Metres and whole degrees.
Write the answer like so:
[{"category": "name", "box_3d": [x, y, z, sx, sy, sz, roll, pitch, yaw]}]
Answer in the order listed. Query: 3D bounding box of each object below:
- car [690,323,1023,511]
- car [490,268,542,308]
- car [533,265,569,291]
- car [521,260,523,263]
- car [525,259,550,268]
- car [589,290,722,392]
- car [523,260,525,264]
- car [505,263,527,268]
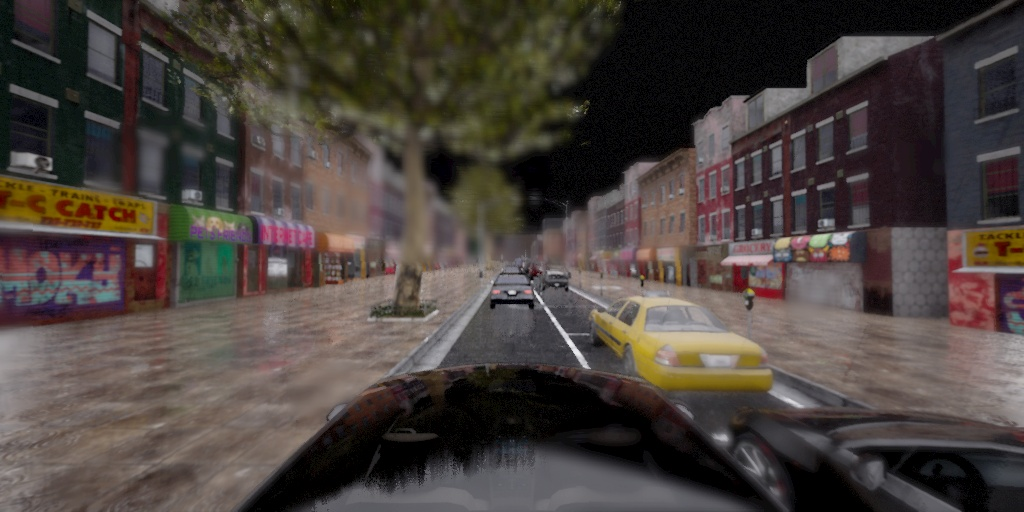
[{"category": "car", "box_3d": [2.638, 1.310, 1.147, 1.948, 1.339, 4.313, 0, 0, 0]}, {"category": "car", "box_3d": [0.005, 1.428, 15.855, 2.033, 1.411, 5.357, 0, 0, 0]}, {"category": "car", "box_3d": [2.645, 1.495, 23.313, 2.007, 1.370, 4.403, 0, 0, 0]}, {"category": "car", "box_3d": [2.997, 1.437, 56.578, 2.150, 2.045, 5.566, 0, 0, 0]}, {"category": "car", "box_3d": [2.648, 1.348, 34.395, 2.192, 1.841, 5.009, 0, 0, 0]}, {"category": "car", "box_3d": [2.640, 1.323, 6.859, 1.751, 1.417, 4.829, 0, 0, 0]}, {"category": "car", "box_3d": [2.995, 1.382, 49.577, 2.150, 2.045, 5.566, 0, 0, 0]}, {"category": "car", "box_3d": [0.014, 1.573, 31.187, 1.994, 1.385, 4.181, 0, 0, 0]}]
